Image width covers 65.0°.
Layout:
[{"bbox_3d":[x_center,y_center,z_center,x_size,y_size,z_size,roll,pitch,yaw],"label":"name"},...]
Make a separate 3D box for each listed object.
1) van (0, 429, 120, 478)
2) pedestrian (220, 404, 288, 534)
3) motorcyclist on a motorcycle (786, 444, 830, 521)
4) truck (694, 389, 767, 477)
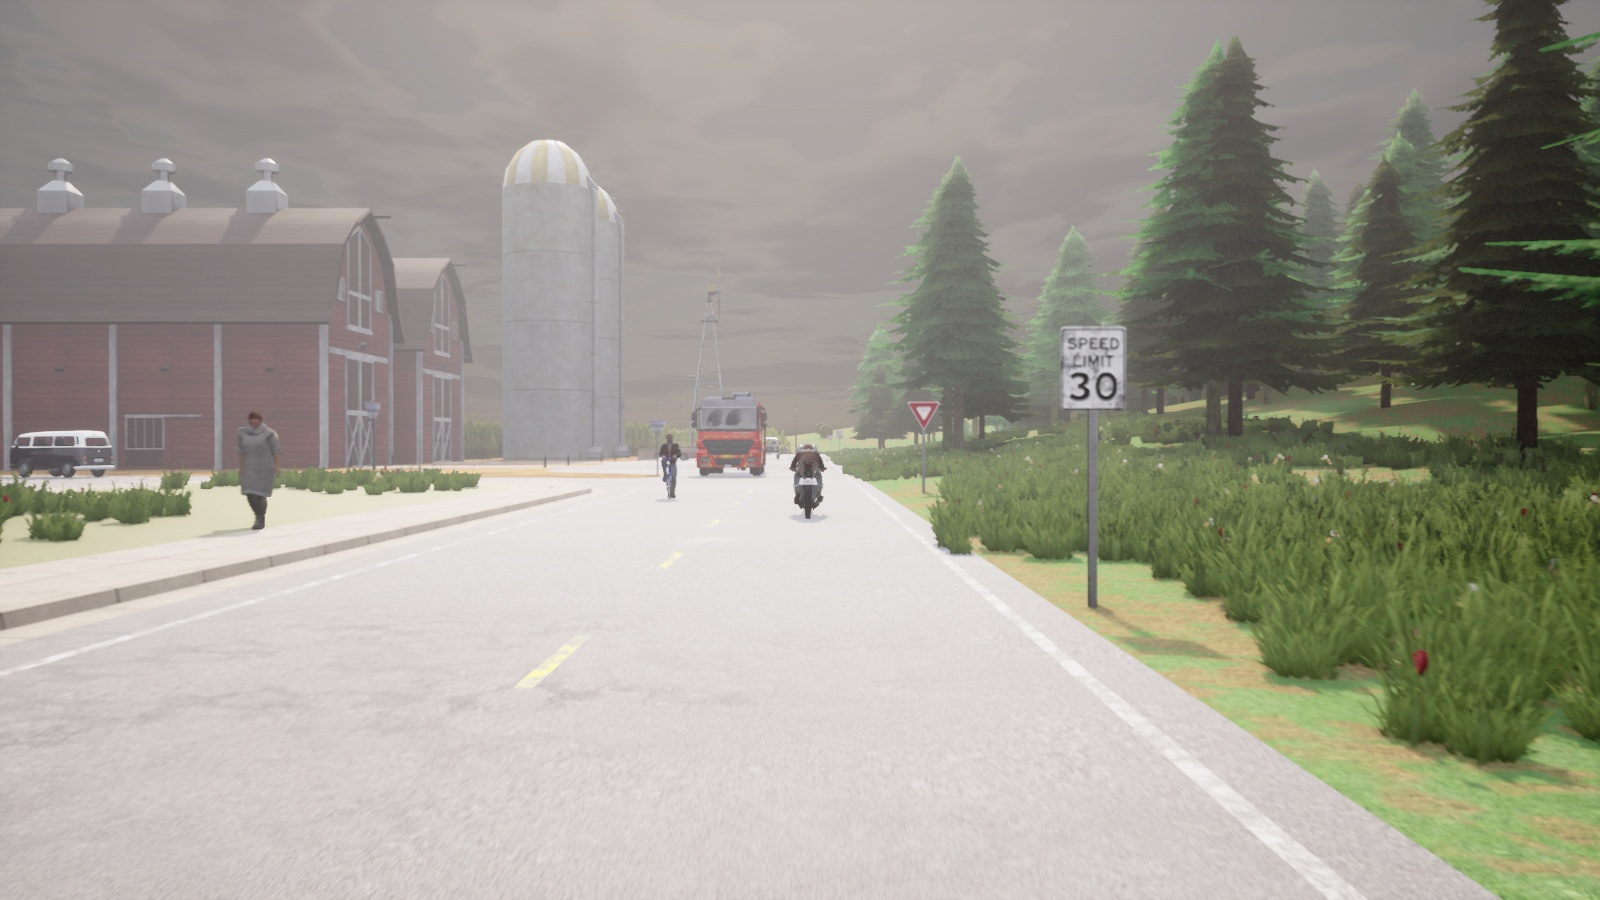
[{"bbox_3d":[-32.236,0.127,54.722,4.480,2.038,2.069,0,0,19],"label":"van"},{"bbox_3d":[-8.415,0.286,19.391,0.659,1.952,0.873,0,0,1],"label":"pedestrian"},{"bbox_3d":[0.164,0.636,25.839,0.866,1.530,2.191,0,0,0],"label":"motorcyclist on a motorcycle"},{"bbox_3d":[-3.144,-0.752,59.079,2.891,3.827,8.468,0,0,0],"label":"truck"}]
